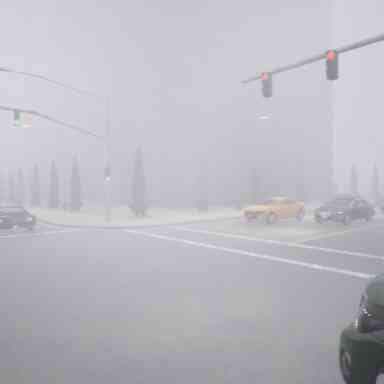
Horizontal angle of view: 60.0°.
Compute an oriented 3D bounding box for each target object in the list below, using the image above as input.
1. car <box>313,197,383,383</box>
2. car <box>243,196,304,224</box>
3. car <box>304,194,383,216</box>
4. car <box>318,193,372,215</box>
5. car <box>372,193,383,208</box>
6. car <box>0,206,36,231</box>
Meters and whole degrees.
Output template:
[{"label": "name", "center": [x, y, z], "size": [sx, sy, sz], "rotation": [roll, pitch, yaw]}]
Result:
[{"label": "car", "center": [3.791, 1.133, 1.742], "size": [2.150, 2.045, 5.566], "rotation": [-2, 1, -40]}, {"label": "car", "center": [5.353, 1.079, 21.313], "size": [5.008, 1.535, 1.882], "rotation": [-2, 1, -40]}, {"label": "car", "center": [9.177, 1.066, 19.935], "size": [4.902, 1.511, 2.128], "rotation": [-2, 1, -40]}, {"label": "car", "center": [12.605, 0.899, 27.314], "size": [4.902, 1.511, 2.128], "rotation": [-2, 1, -40]}, {"label": "car", "center": [20.251, 0.804, 33.633], "size": [4.718, 1.301, 1.895], "rotation": [-2, 1, -39]}, {"label": "car", "center": [-10.047, 1.401, 17.971], "size": [1.895, 1.301, 4.718], "rotation": [-2, 1, -40]}]
